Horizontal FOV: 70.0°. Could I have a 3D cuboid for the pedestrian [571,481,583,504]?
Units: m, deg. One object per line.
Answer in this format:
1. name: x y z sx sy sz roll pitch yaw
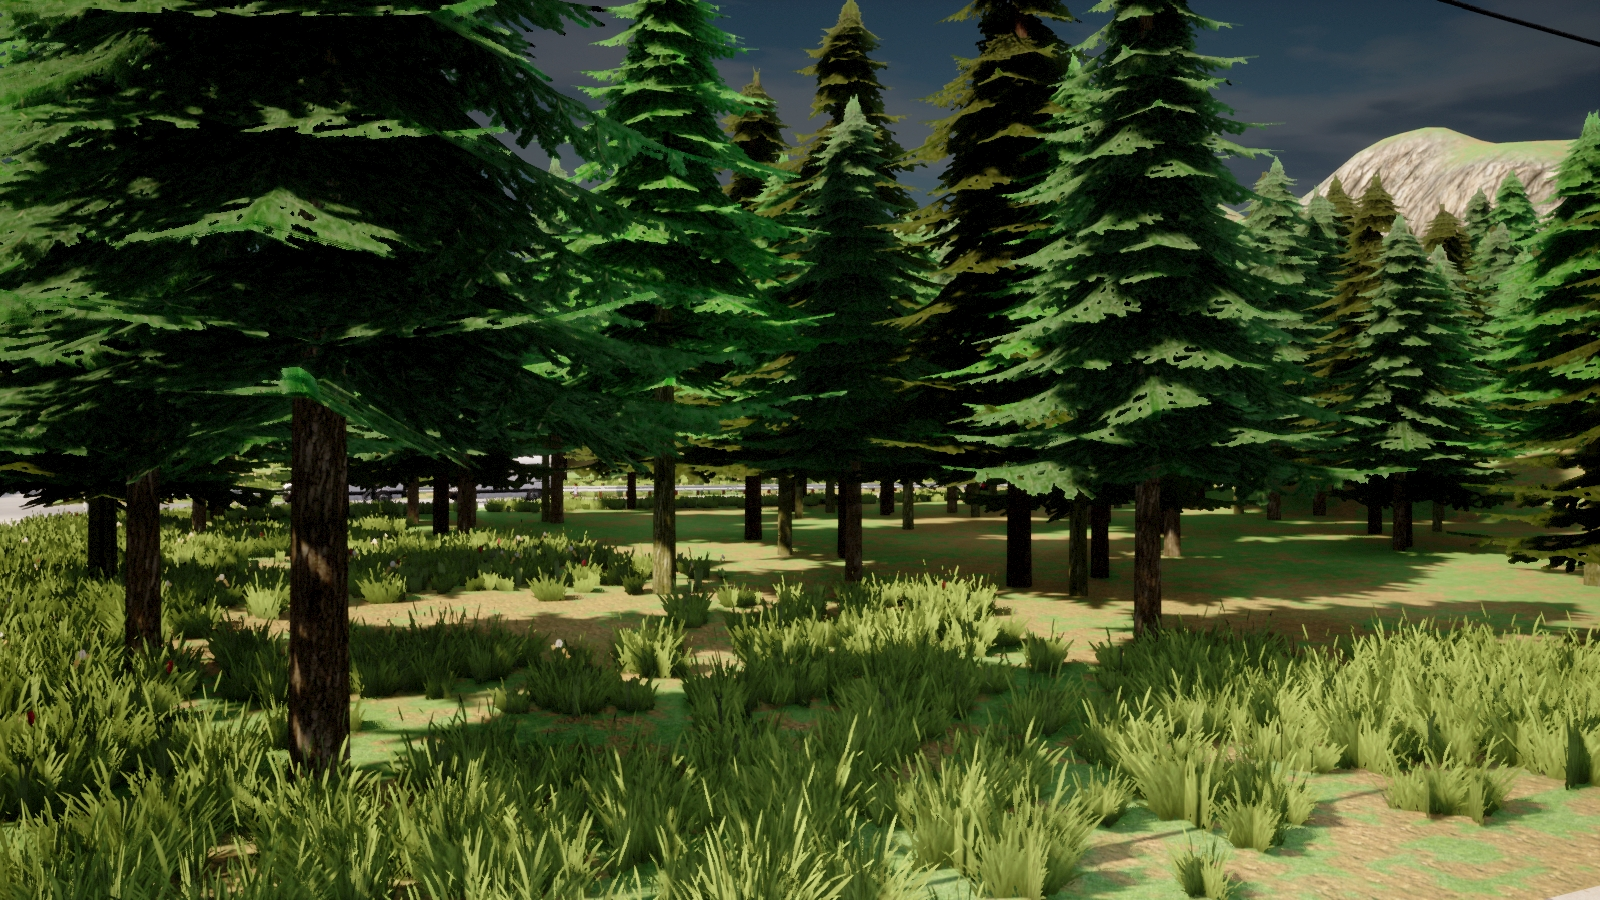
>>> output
1. pedestrian: -10.869 2.050 55.652 0.500 1.100 0.500 0 0 -21
